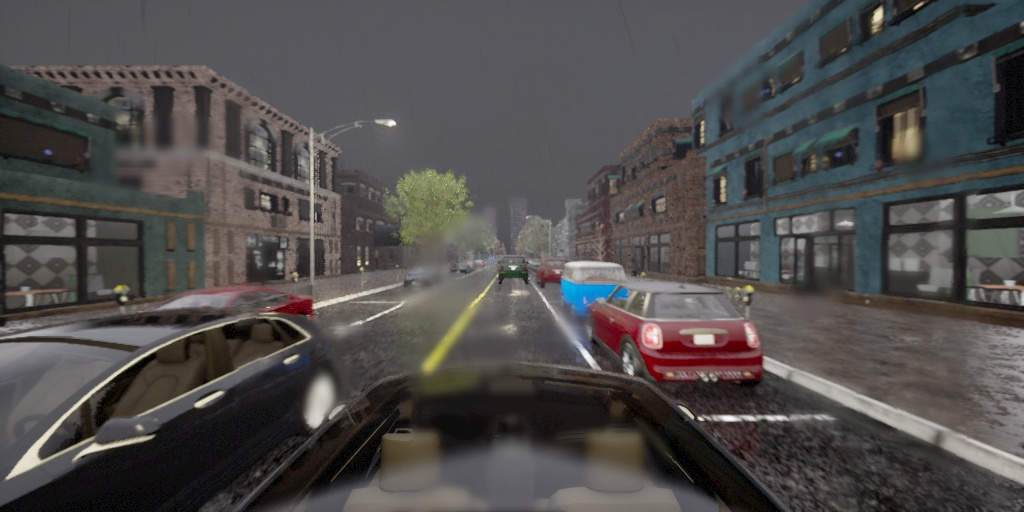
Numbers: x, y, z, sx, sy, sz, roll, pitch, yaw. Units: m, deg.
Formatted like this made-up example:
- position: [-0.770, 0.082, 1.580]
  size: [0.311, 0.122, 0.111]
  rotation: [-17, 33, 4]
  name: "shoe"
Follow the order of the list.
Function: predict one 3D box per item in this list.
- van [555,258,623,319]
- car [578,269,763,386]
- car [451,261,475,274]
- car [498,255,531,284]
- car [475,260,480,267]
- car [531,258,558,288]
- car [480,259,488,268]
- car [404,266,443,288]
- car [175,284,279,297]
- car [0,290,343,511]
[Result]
- position: [2.695, 1.091, 12.499]
  size: [1.690, 1.789, 3.998]
  rotation: [0, 0, 0]
  name: "van"
- position: [2.694, 1.190, 6.955]
  size: [1.967, 1.591, 4.097]
  rotation: [0, 0, 0]
  name: "car"
- position: [-5.684, 1.318, 40.219]
  size: [1.948, 1.339, 4.313]
  rotation: [0, 0, 0]
  name: "car"
- position: [0.103, 0.973, 27.490]
  size: [2.150, 2.045, 5.566]
  rotation: [0, 0, 0]
  name: "car"
- position: [-5.684, 1.303, 45.763]
  size: [2.007, 1.370, 4.403]
  rotation: [0, 0, 0]
  name: "car"
- position: [2.696, 1.066, 23.587]
  size: [2.192, 1.841, 5.009]
  rotation: [0, 0, 0]
  name: "car"
- position: [-5.682, 1.334, 62.395]
  size: [1.802, 1.307, 4.207]
  rotation: [0, 0, 0]
  name: "car"
- position: [-5.685, 1.318, 23.587]
  size: [1.948, 1.339, 4.313]
  rotation: [0, 0, 0]
  name: "car"
- position: [-5.686, 1.296, 6.955]
  size: [1.888, 1.381, 4.507]
  rotation: [0, 0, 0]
  name: "car"
- position: [-3.075, 1.256, 2.676]
  size: [1.837, 1.490, 4.892]
  rotation: [0, 0, 0]
  name: "car"
